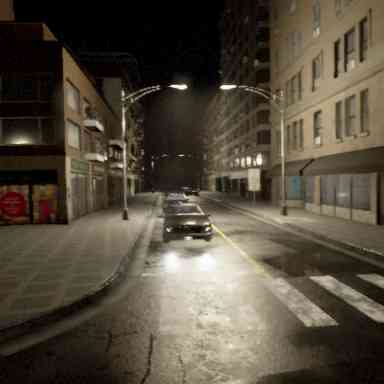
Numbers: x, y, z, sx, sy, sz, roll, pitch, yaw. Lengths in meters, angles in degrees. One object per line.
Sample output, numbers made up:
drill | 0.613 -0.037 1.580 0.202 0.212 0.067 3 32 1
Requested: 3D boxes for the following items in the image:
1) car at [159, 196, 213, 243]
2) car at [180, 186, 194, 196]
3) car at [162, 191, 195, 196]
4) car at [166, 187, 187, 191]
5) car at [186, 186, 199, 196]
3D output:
car | -0.355 1.132 14.075 2.033 1.411 5.357 -1 2 -5
car | -0.947 -0.243 59.255 2.128 1.511 4.902 -1 2 -5
car | -1.185 0.873 23.953 1.994 1.385 4.181 -1 2 -5
car | -2.043 0.514 34.241 2.128 1.511 4.902 -1 2 -5
car | -0.077 0.044 48.932 2.128 1.511 4.902 -1 2 -5
